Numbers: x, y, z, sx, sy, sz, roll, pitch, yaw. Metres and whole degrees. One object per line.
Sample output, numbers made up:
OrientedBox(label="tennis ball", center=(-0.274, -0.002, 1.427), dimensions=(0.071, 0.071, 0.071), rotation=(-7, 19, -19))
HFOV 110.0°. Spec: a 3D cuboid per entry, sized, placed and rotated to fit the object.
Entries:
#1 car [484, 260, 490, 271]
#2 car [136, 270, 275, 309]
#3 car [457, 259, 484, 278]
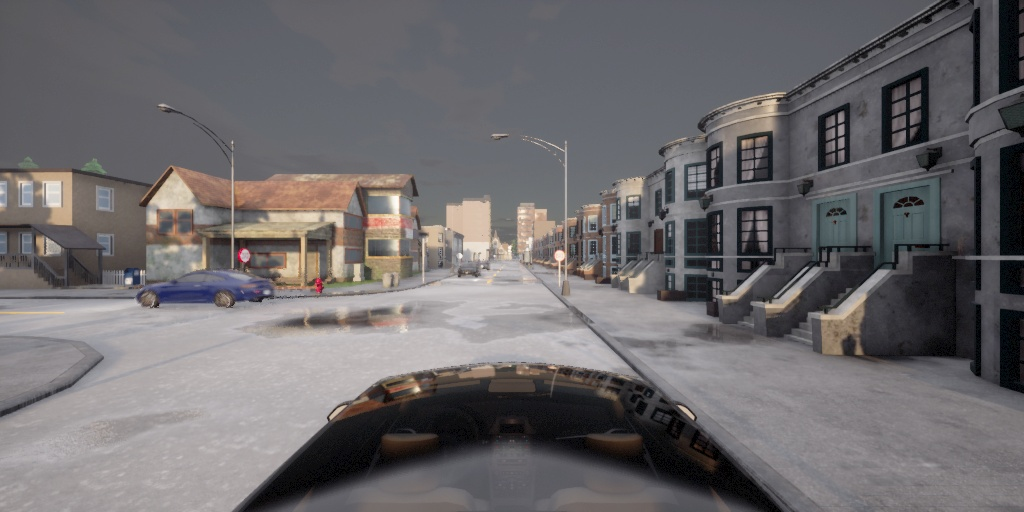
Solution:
OrientedBox(label="car", center=(-3.952, 1.240, 48.300), dimensions=(2.128, 1.511, 4.902), rotation=(0, 0, 0))
OrientedBox(label="car", center=(-12.047, 1.276, 14.290), dimensions=(4.674, 1.442, 1.812), rotation=(0, 1, 1))
OrientedBox(label="car", center=(-4.011, 1.255, 34.211), dimensions=(1.837, 1.490, 4.892), rotation=(0, 0, 0))
